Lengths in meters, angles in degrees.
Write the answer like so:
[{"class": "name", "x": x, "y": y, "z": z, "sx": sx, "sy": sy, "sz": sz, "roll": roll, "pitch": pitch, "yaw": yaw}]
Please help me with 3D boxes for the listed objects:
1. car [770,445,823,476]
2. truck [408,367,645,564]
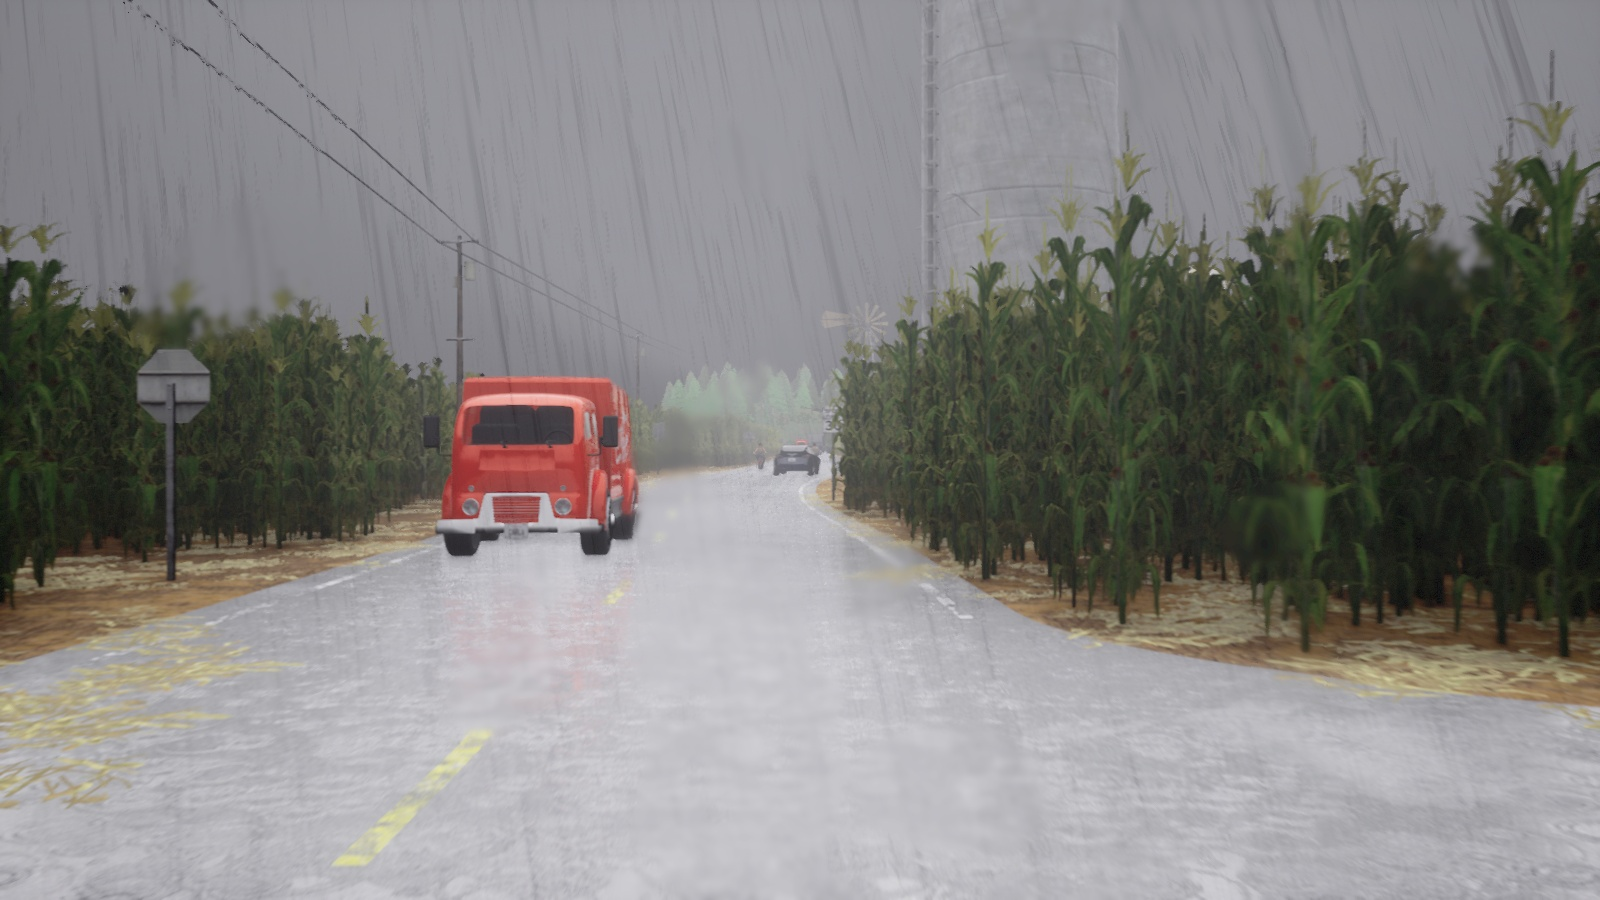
[{"class": "car", "x": -0.128, "y": 0.497, "z": 62.347, "sx": 2.163, "sy": 1.488, "sz": 4.792, "roll": 0, "pitch": 0, "yaw": 6}, {"class": "truck", "x": -3.747, "y": 0.184, "z": 18.388, "sx": 2.627, "sy": 2.467, "sz": 5.204, "roll": 0, "pitch": 0, "yaw": -4}]
